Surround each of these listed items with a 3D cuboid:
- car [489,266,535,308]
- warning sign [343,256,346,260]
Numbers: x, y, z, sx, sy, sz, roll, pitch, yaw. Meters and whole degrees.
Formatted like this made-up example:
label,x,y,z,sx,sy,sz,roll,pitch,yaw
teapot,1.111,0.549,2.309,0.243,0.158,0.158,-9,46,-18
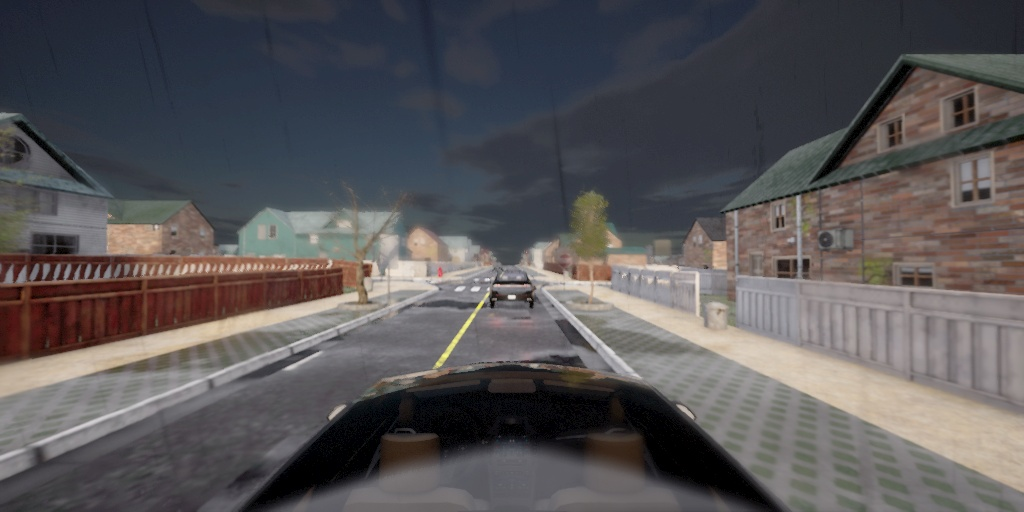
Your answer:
label,x,y,z,sx,sy,sz,roll,pitch,yaw
car,0.002,1.387,16.170,2.128,1.511,4.902,0,0,0
warning sign,-15.794,0.933,33.682,1.060,1.860,1.300,0,0,0
